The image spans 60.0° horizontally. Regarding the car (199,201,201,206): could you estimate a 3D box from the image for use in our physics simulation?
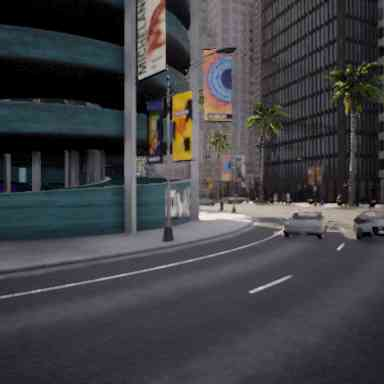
[{"bbox_3d":[-0.866,1.674,64.131,2.150,2.045,5.566,0,-1,-23],"label":"car"}]

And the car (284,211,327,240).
[{"bbox_3d":[6.252,1.709,18.071,1.895,1.301,4.718,0,0,25],"label":"car"}]

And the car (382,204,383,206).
[{"bbox_3d":[16.121,1.612,26.571,1.882,1.535,5.008,0,0,10],"label":"car"}]

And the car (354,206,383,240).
[{"bbox_3d":[9.447,1.654,17.017,1.994,1.385,4.181,0,0,24],"label":"car"}]

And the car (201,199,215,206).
[{"bbox_3d":[2.895,2.010,64.243,1.994,1.385,4.181,0,-1,-23],"label":"car"}]

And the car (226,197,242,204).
[{"bbox_3d":[9.429,1.975,74.543,2.231,1.521,4.892,0,0,-23],"label":"car"}]
